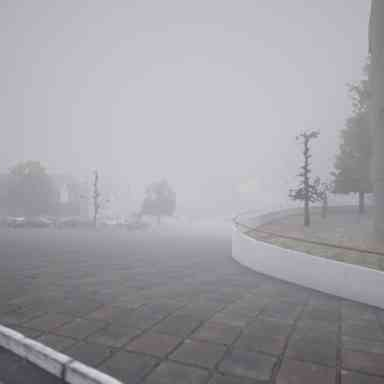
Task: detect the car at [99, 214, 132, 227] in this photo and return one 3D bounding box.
[{"bbox_3d":[-15.535,5.950,66.095,5.566,2.045,2.435,0,-5,5],"label":"car"}]

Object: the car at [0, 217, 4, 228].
[{"bbox_3d":[-25.558,3.990,44.176,4.674,1.452,2.002,0,-5,5],"label":"car"}]

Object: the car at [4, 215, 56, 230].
[{"bbox_3d":[-18.377,3.609,37.964,1.812,1.442,4.674,-1,-6,24],"label":"car"}]

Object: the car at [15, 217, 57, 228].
[{"bbox_3d":[-23.239,4.509,49.676,5.366,1.575,1.946,0,-5,5],"label":"car"}]

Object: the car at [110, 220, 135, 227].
[{"bbox_3d":[-14.262,6.521,68.804,4.674,1.452,2.002,0,-5,5],"label":"car"}]

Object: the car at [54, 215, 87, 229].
[{"bbox_3d":[-18.071,4.512,48.038,1.837,1.490,4.892,-1,-6,24],"label":"car"}]

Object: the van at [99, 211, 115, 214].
[{"bbox_3d":[-23.459,7.231,92.580,1.878,1.987,4.442,0,1,10],"label":"van"}]

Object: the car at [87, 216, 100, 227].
[{"bbox_3d":[-19.275,5.358,57.868,4.892,1.521,2.231,0,-5,5],"label":"car"}]

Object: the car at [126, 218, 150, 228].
[{"bbox_3d":[-10.172,6.380,65.281,1.895,1.301,4.718,-1,-6,25],"label":"car"}]

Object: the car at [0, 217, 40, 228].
[{"bbox_3d":[-24.315,4.272,46.924,4.674,1.452,2.002,0,-6,5],"label":"car"}]

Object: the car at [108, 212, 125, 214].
[{"bbox_3d":[-20.879,7.382,90.911,2.185,1.767,4.553,0,1,10],"label":"car"}]
